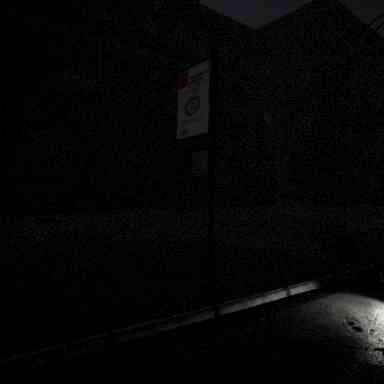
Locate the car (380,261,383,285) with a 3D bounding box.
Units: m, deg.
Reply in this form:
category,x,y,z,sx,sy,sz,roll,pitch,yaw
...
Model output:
category,x,y,z,sx,sy,sz,roll,pitch,yaw
car,6.359,1.531,7.922,4.674,1.442,1.812,0,0,-36
